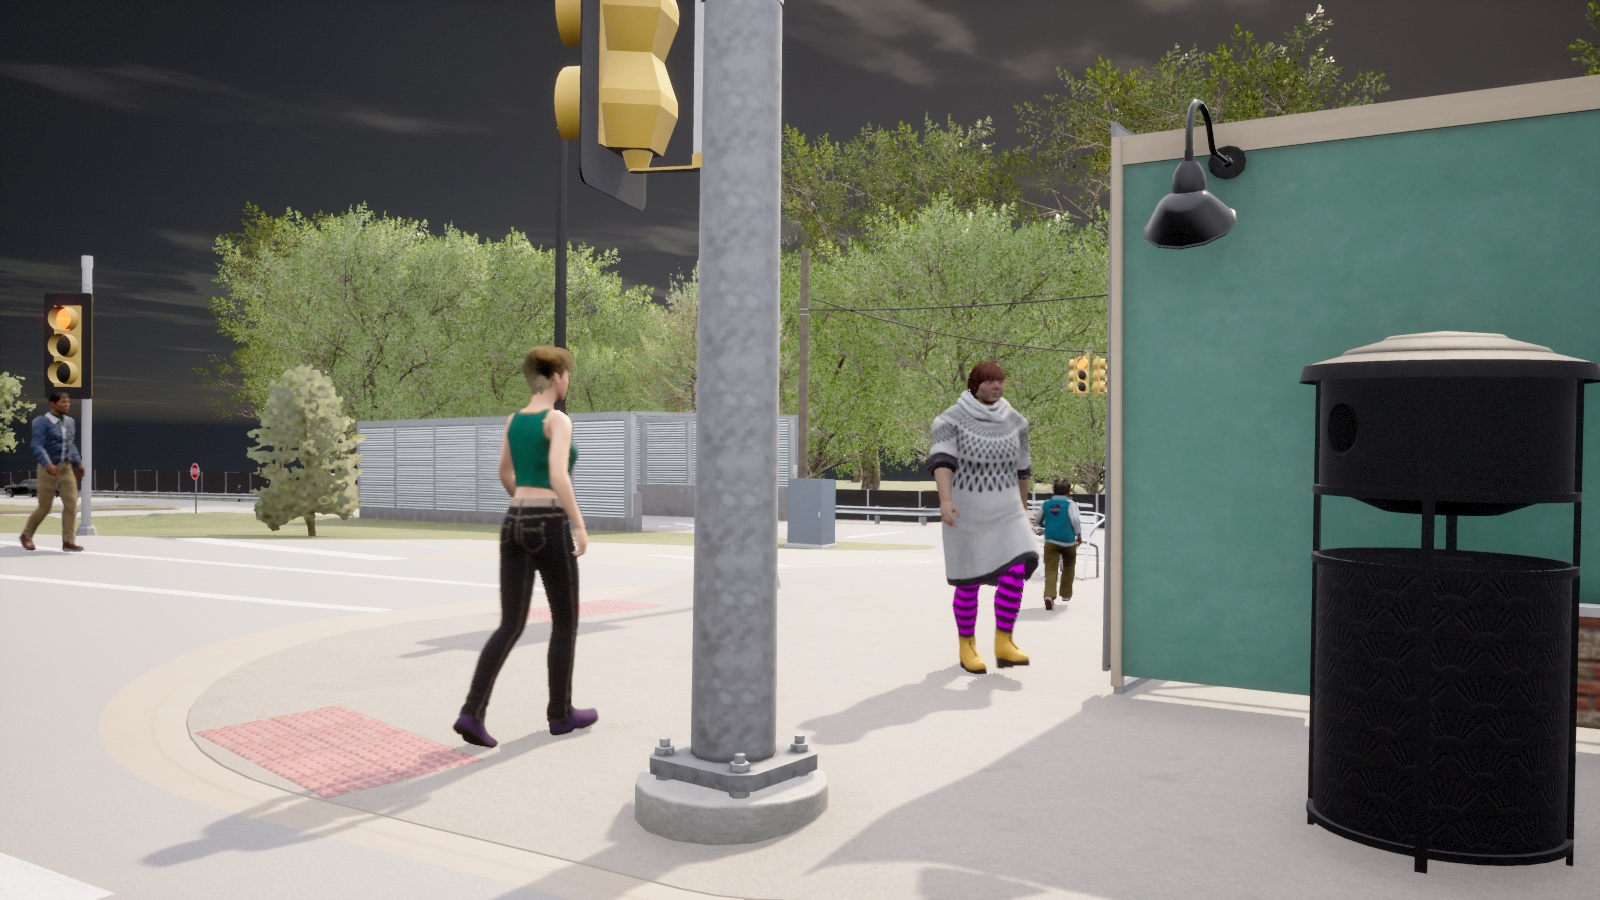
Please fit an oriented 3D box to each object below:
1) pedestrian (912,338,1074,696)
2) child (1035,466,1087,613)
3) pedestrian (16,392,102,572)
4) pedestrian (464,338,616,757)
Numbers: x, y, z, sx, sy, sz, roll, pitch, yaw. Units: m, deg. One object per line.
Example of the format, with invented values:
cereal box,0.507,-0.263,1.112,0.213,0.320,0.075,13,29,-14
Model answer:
pedestrian,1.102,0.358,7.326,0.659,1.952,0.873,0,1,-13
child,2.209,0.741,10.620,0.343,1.192,0.448,0,1,23
pedestrian,-8.230,0.341,13.944,0.788,1.949,0.423,0,1,24
pedestrian,-1.200,0.422,5.839,0.345,1.836,0.594,0,1,38
